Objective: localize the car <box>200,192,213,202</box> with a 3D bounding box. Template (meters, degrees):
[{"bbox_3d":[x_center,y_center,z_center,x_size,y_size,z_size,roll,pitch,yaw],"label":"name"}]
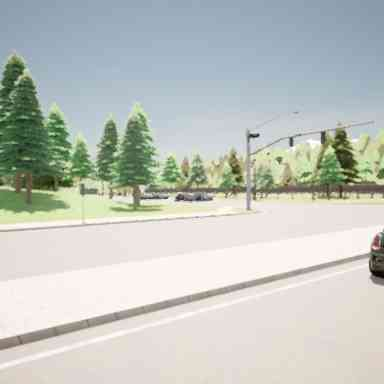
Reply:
[{"bbox_3d":[1.791,0.863,59.295,2.097,1.767,4.553,-1,1,-35],"label":"car"}]

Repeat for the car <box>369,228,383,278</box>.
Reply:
[{"bbox_3d":[6.513,1.214,8.413,4.553,1.767,2.097,-1,1,-35],"label":"car"}]

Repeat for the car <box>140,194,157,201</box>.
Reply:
[{"bbox_3d":[-10.026,1.093,70.233,2.033,1.411,5.357,-1,1,-35],"label":"car"}]

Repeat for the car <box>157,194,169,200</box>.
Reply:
[{"bbox_3d":[-7.005,1.048,72.019,2.033,1.411,5.357,-1,1,-35],"label":"car"}]

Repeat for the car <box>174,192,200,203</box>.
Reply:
[{"bbox_3d":[-1.229,1.065,57.499,1.837,1.490,4.892,-1,1,-35],"label":"car"}]
